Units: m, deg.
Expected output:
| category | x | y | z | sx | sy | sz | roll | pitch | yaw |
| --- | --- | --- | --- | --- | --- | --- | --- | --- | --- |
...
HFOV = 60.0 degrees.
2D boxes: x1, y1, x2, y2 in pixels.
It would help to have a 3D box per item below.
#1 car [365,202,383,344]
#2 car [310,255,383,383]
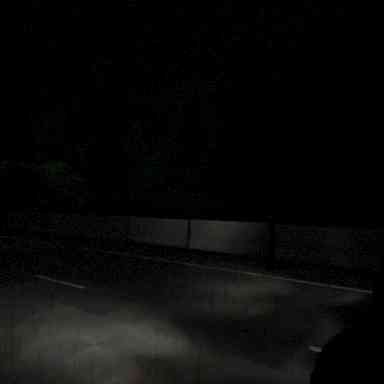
| category | x | y | z | sx | sy | sz | roll | pitch | yaw |
| --- | --- | --- | --- | --- | --- | --- | --- | --- | --- |
| car | 5.538 | 1.220 | 4.344 | 5.566 | 2.045 | 2.150 | 0 | 0 | 35 |
| car | 3.171 | 1.492 | 1.733 | 4.902 | 1.511 | 2.128 | 0 | 0 | 35 |
